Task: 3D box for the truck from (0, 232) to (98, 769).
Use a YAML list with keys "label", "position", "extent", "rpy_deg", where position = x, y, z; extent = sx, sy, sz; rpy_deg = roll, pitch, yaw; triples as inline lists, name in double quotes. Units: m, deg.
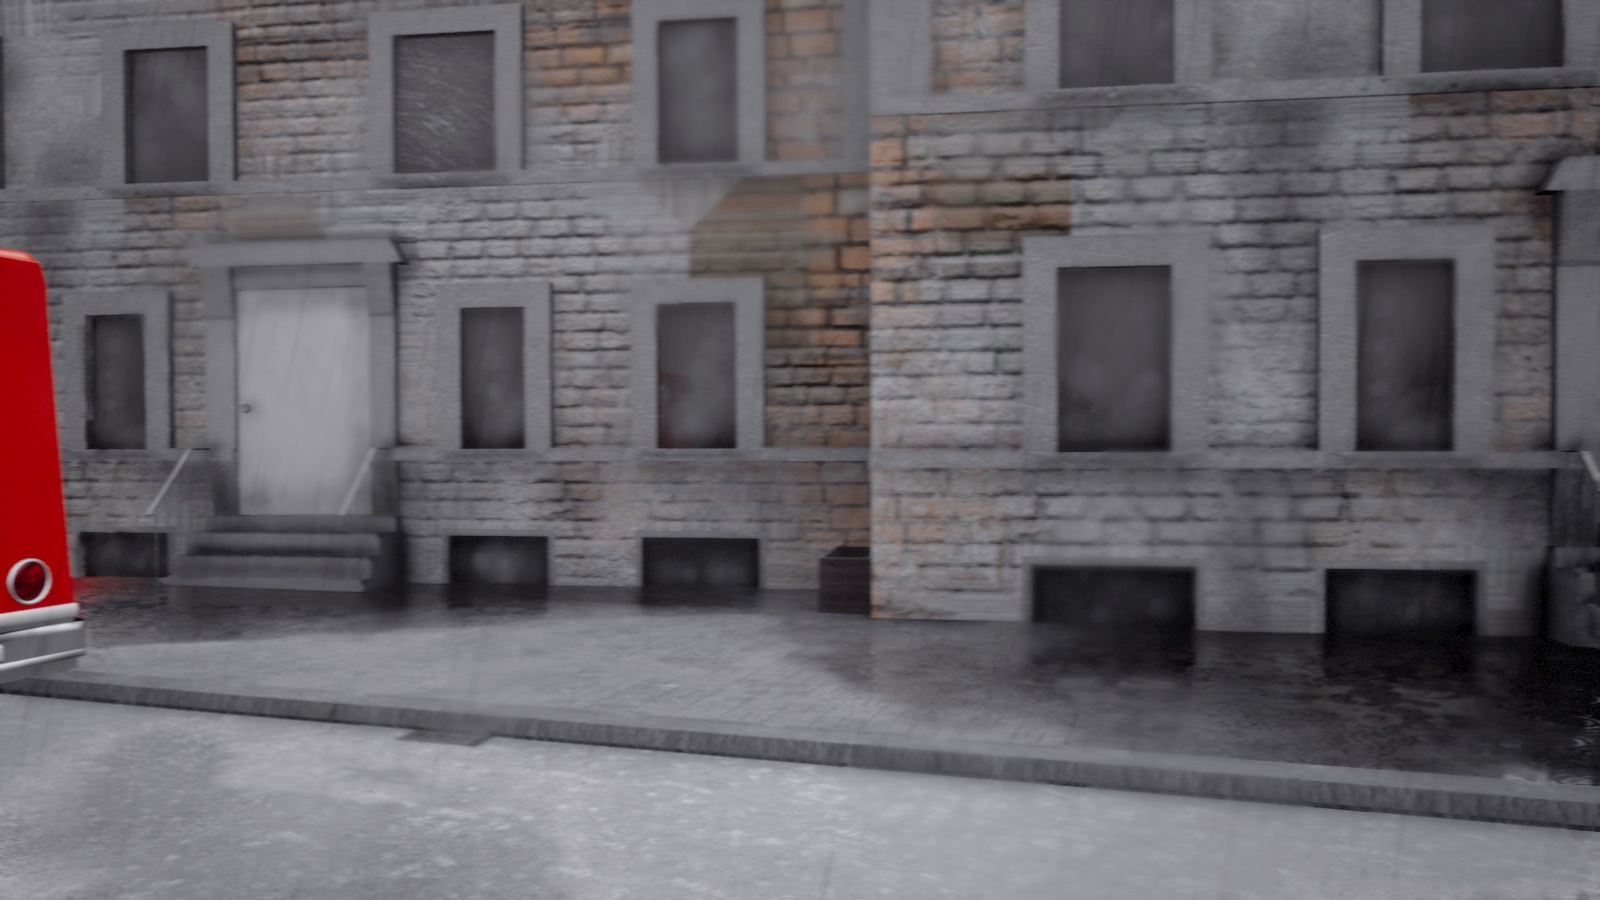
- label: "truck"
  position: [-6.397, 0.223, 5.842]
  extent: [5.204, 2.467, 2.627]
  rpy_deg: [0, 1, 18]
